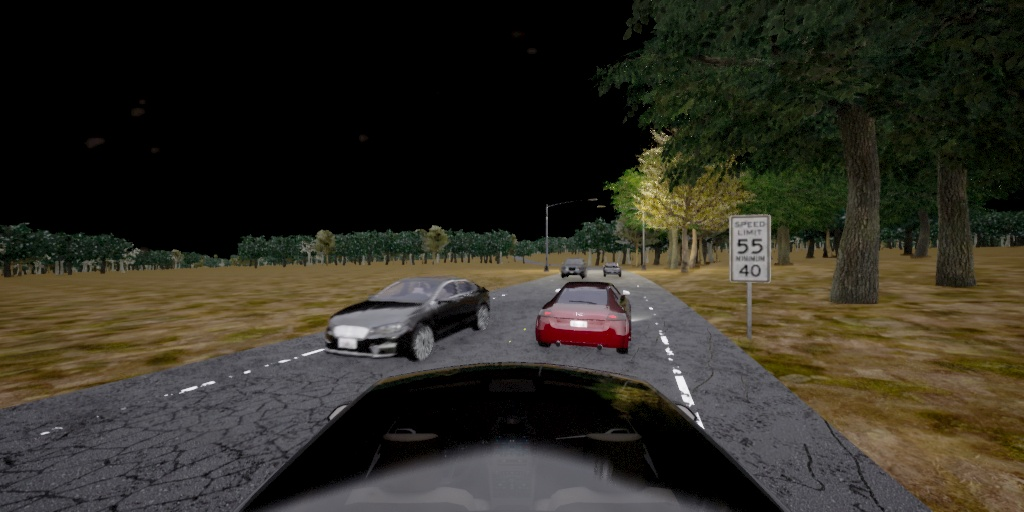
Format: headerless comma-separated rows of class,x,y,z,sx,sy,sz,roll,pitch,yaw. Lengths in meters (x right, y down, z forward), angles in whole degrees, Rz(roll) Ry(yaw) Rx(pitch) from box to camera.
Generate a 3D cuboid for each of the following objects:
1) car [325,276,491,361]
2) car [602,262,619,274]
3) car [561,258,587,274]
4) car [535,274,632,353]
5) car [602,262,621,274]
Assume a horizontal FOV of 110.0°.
car,-2.057,1.247,8.502,2.128,1.511,4.902,0,0,19
car,13.612,1.629,49.765,2.128,1.511,4.902,0,-1,14
car,6.197,1.195,35.402,2.150,2.045,5.566,0,-1,16
car,1.960,1.326,9.031,1.994,1.385,4.181,0,0,18
car,11.093,1.519,39.657,2.128,1.511,4.902,0,-1,15
